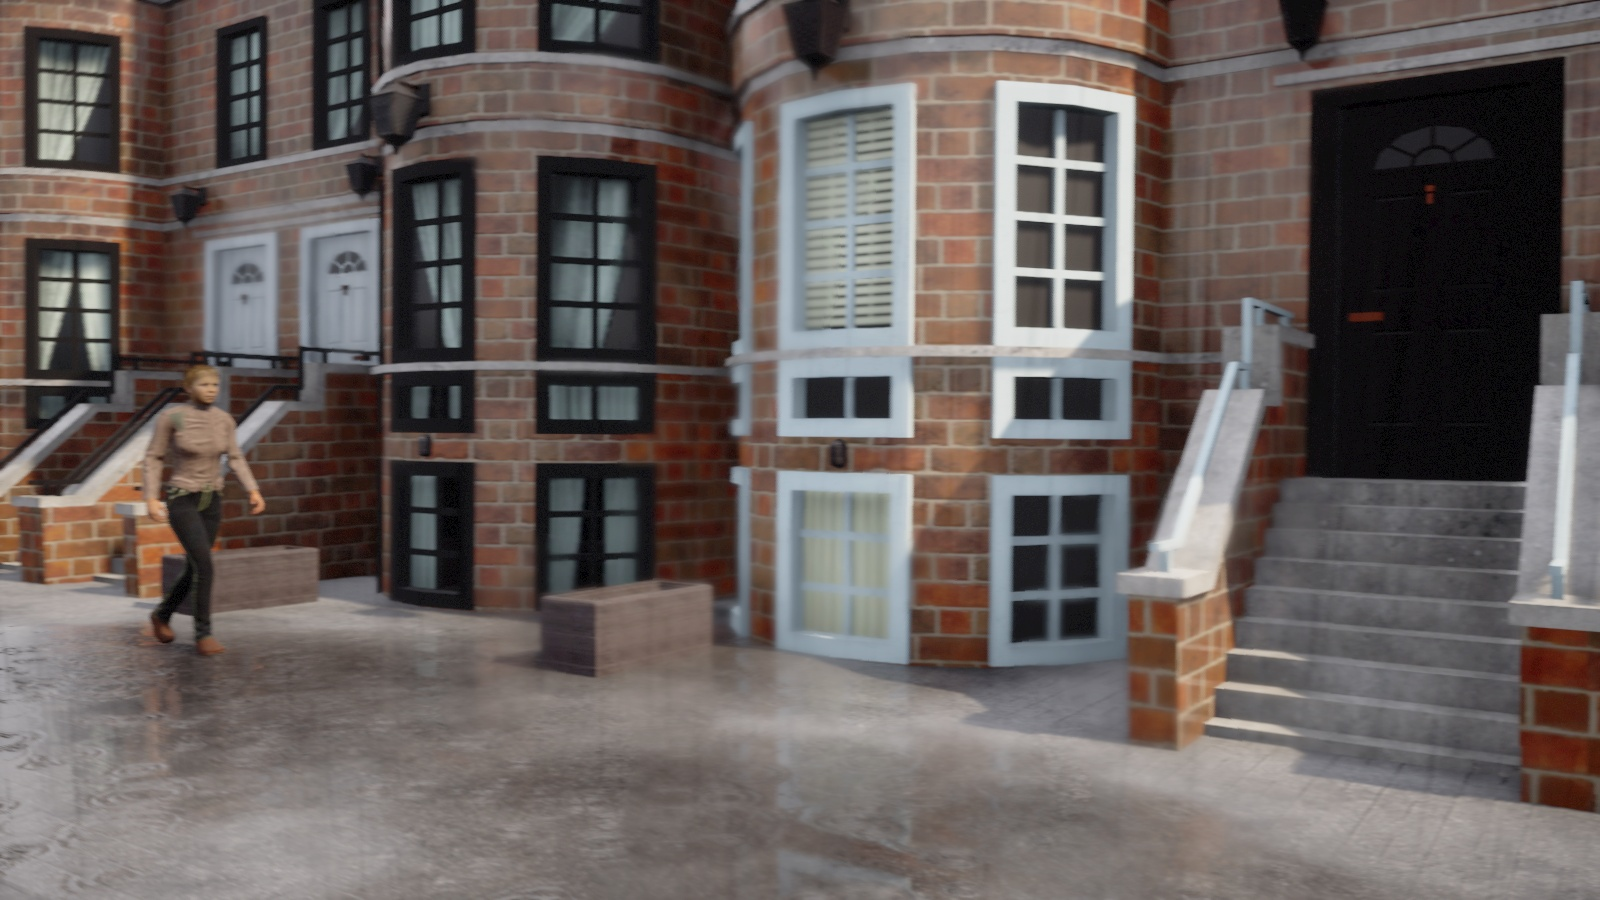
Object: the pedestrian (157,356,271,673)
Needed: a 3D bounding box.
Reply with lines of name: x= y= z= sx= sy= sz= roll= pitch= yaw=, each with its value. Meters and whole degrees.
pedestrian: x=-3.566 y=0.374 z=7.636 sx=0.634 sy=1.846 sz=0.331 roll=0 pitch=1 yaw=36
